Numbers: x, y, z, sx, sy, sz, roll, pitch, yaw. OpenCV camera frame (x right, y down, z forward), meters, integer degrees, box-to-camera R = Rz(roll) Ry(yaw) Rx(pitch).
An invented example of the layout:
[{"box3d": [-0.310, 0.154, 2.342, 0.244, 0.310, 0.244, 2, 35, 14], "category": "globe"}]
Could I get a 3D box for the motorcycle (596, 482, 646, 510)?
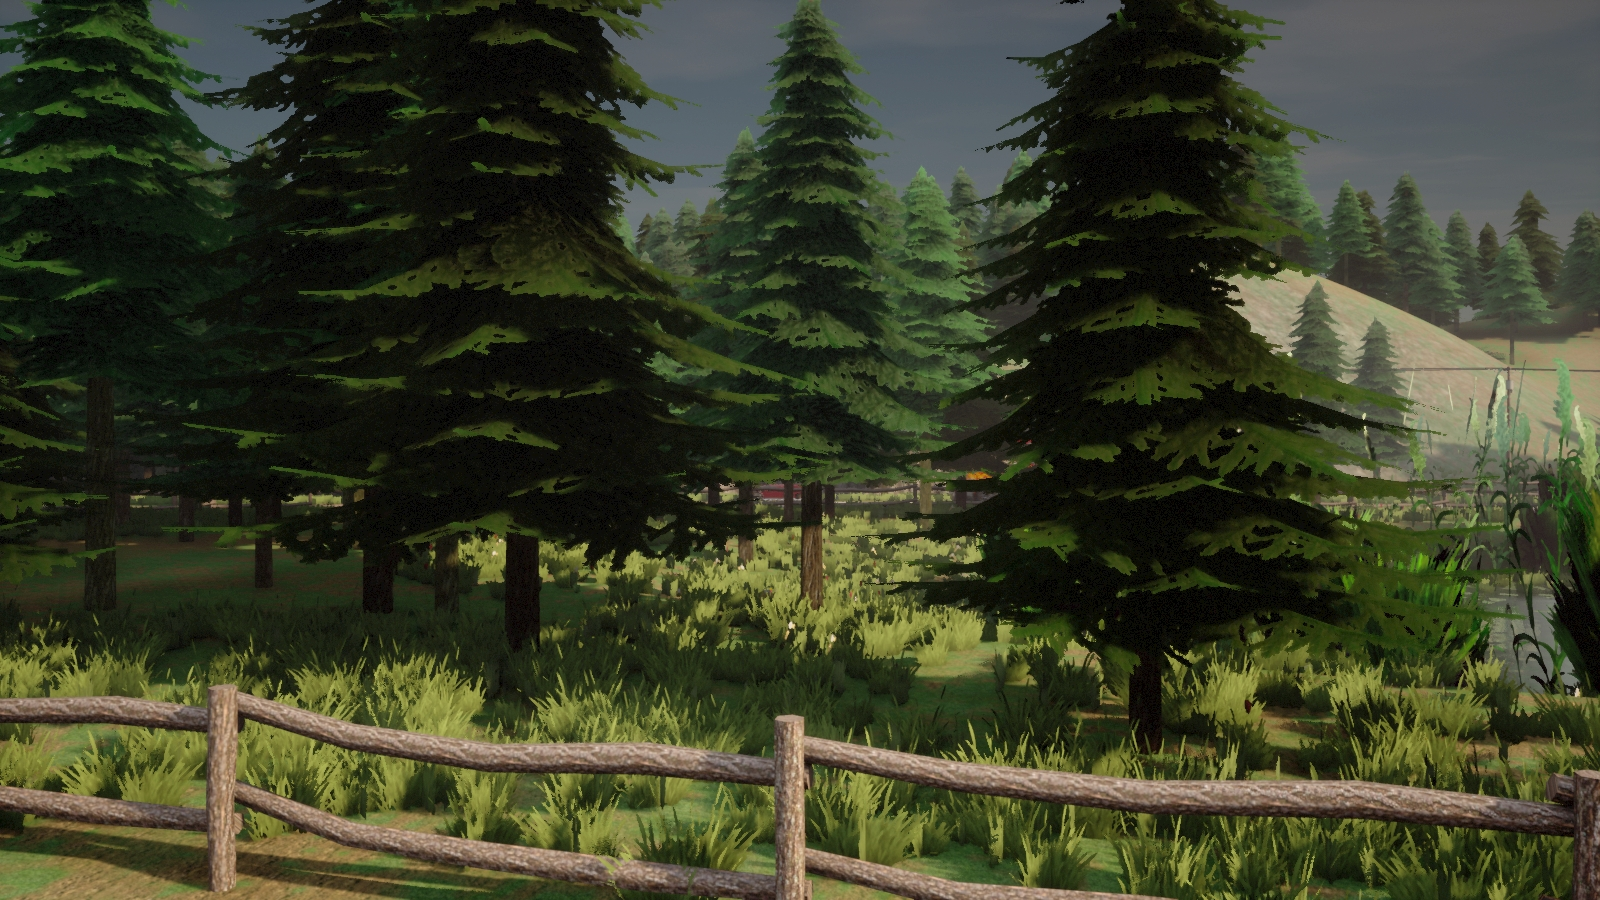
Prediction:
[{"box3d": [-8.474, 2.178, 54.102, 2.209, 1.251, 0.867, 0, 0, 14], "category": "motorcycle"}]
